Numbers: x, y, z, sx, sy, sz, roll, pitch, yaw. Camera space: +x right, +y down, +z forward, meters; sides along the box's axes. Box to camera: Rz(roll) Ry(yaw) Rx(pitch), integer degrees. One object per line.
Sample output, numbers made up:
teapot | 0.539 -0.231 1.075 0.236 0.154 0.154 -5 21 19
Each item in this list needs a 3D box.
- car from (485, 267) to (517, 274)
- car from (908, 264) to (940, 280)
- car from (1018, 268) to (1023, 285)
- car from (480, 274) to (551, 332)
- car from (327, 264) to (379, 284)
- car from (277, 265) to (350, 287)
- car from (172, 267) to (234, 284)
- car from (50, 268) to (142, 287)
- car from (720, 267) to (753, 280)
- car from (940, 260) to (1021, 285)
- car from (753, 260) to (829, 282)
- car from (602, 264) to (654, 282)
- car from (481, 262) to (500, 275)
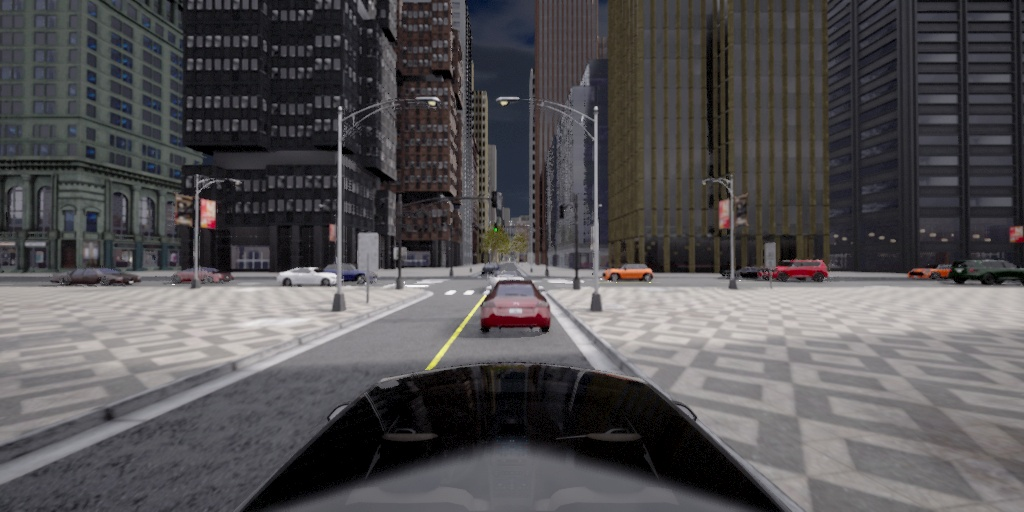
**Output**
car | -0.514 1.624 24.254 1.895 1.301 4.718 0 -1 -8
car | 43.880 1.574 36.974 4.553 1.767 2.097 0 -1 1
car | 42.236 1.721 27.141 4.718 1.301 1.895 0 -1 1
car | 0.098 1.432 11.400 1.994 1.385 4.181 0 -1 0
car | -13.807 1.442 30.527 4.553 1.767 2.097 0 -1 0
car | -15.284 1.582 27.280 4.674 1.442 1.812 0 -1 0
car | -26.258 1.647 30.567 4.181 1.385 1.994 0 -1 0
car | -31.655 1.598 27.336 5.357 1.411 2.033 0 -1 0
car | 24.346 1.798 37.101 4.718 1.301 1.895 0 -1 0
car | 40.637 1.373 30.411 5.566 2.045 2.150 0 -1 0
car | 26.520 1.388 33.848 5.566 2.045 2.150 0 -1 0
car | 10.863 1.500 33.896 4.553 1.767 2.097 0 -1 0
car | -3.118 1.869 49.003 2.033 1.411 5.357 0 -1 0
